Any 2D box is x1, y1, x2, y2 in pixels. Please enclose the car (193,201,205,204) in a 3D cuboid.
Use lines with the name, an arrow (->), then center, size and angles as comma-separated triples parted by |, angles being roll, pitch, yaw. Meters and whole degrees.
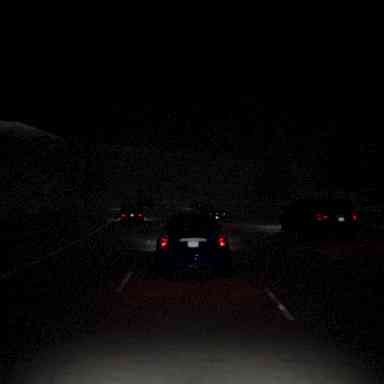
car -> 1.114, 2.042, 49.758 | 1.895, 1.301, 4.718 | 0, -1, -15

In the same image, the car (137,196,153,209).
car -> -7.782, 1.739, 54.252 | 2.150, 2.045, 5.566 | 0, 0, -18

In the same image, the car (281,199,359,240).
car -> 6.640, 1.358, 17.918 | 2.150, 2.045, 5.566 | 0, 0, -4

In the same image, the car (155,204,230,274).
car -> -0.045, 1.452, 11.073 | 2.097, 1.767, 4.553 | 0, -1, -2

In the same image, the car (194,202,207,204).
car -> 1.698, 1.862, 29.779 | 1.895, 1.301, 4.718 | 0, -1, -9

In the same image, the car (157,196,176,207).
car -> -4.210, 1.728, 54.574 | 2.150, 2.045, 5.566 | 0, 0, -18

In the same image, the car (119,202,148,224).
car -> -4.856, 1.810, 27.184 | 2.033, 1.411, 5.357 | 0, -1, -9
